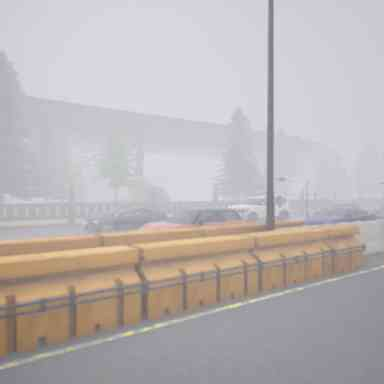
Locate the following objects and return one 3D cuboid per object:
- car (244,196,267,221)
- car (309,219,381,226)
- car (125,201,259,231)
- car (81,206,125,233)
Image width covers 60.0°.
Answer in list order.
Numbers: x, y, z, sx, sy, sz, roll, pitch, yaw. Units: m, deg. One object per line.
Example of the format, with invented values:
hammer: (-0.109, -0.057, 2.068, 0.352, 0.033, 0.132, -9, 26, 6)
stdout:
car: (5.037, 1.302, 24.771, 5.566, 2.045, 2.150, 0, 0, -35)
car: (8.237, 1.554, 18.465, 5.008, 1.535, 1.882, 0, 0, -35)
car: (0.095, 1.384, 12.660, 4.553, 1.767, 2.097, 0, 0, -35)
car: (-3.624, 1.524, 18.605, 4.902, 1.511, 2.128, 0, 0, -36)
